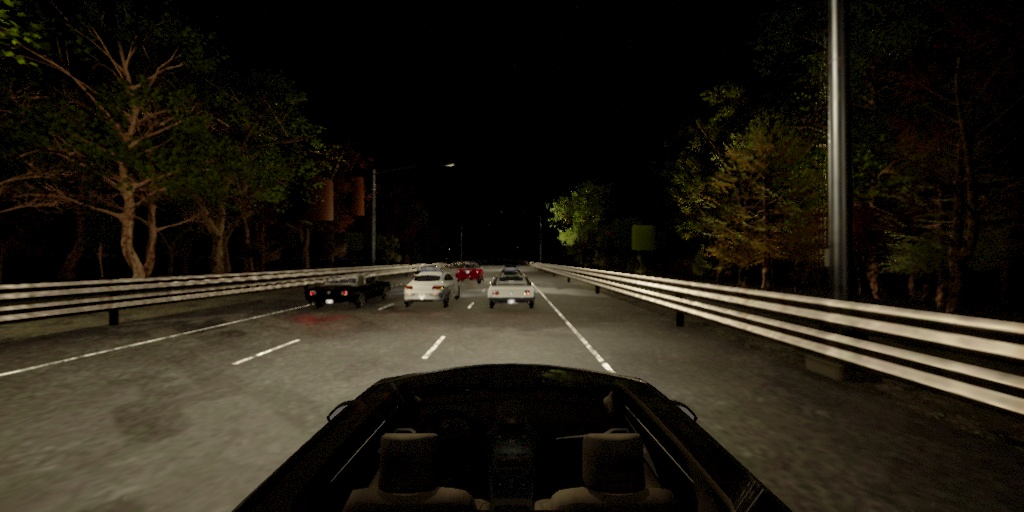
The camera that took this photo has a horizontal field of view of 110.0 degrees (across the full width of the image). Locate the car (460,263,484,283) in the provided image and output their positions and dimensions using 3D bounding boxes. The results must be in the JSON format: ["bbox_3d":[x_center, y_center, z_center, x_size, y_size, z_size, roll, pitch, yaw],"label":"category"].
[{"bbox_3d":[-3.589,1.371,31.015,2.097,1.767,4.553,0,-1,0],"label":"car"}]

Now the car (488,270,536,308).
[{"bbox_3d":[-0.022,1.484,16.042,1.895,1.301,4.718,0,0,0],"label":"car"}]

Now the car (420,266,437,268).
[{"bbox_3d":[-7.091,1.567,30.909,2.033,1.411,5.357,0,0,0],"label":"car"}]

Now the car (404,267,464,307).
[{"bbox_3d":[-3.520,1.412,16.304,1.812,1.442,4.674,0,0,0],"label":"car"}]

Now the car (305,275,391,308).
[{"bbox_3d":[-7.022,1.484,16.020,1.895,1.301,4.718,0,0,0],"label":"car"}]

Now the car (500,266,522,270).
[{"bbox_3d":[-0.089,1.587,31.243,1.994,1.385,4.181,0,0,0],"label":"car"}]
